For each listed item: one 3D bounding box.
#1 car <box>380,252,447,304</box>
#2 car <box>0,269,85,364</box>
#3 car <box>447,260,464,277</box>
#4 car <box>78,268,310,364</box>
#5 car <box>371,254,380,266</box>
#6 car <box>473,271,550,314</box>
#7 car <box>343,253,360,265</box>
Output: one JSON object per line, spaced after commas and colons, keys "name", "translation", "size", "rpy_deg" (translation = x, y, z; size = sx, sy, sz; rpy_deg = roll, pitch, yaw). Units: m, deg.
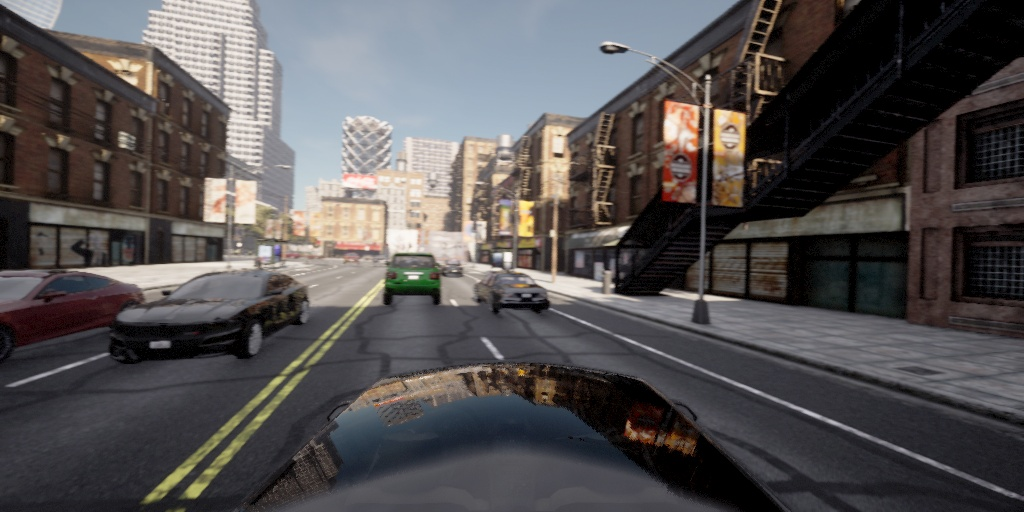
{"name": "car", "translation": [-4.291, 0.853, 15.587], "size": [2.150, 2.045, 5.566], "rpy_deg": [2, 0, -16]}
{"name": "car", "translation": [-9.336, 1.001, 6.818], "size": [1.812, 1.442, 4.674], "rpy_deg": [2, 0, -16]}
{"name": "car", "translation": [-5.657, 1.093, 33.556], "size": [2.128, 1.511, 4.902], "rpy_deg": [2, 0, -16]}
{"name": "car", "translation": [-5.990, 1.053, 7.847], "size": [1.882, 1.535, 5.008], "rpy_deg": [2, 0, -16]}
{"name": "car", "translation": [-17.546, 0.500, 47.811], "size": [1.812, 1.442, 4.674], "rpy_deg": [2, 0, -26]}
{"name": "car", "translation": [-0.209, 1.299, 13.922], "size": [2.033, 1.411, 5.357], "rpy_deg": [2, 0, -16]}
{"name": "car", "translation": [-20.693, 0.295, 46.288], "size": [1.882, 1.535, 5.008], "rpy_deg": [2, 0, -26]}
